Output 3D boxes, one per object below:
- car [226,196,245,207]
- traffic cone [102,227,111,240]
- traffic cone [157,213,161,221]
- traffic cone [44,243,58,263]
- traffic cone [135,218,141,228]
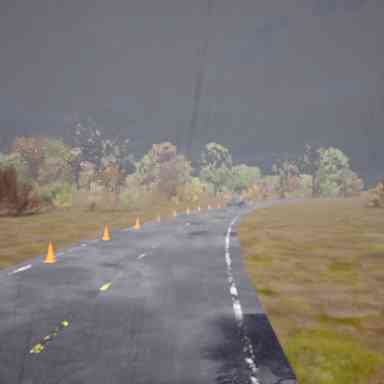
[{"bbox_3d":[6.638,1.357,50.580,2.097,1.767,4.553,0,0,21],"label":"car"},{"bbox_3d":[-4.069,1.945,15.777,0.340,0.580,0.340,0,0,6],"label":"traffic cone"},{"bbox_3d":[-2.588,1.949,25.848,0.340,0.580,0.340,0,0,10],"label":"traffic cone"},{"bbox_3d":[-4.555,1.943,10.709,0.340,0.580,0.340,0,0,5],"label":"traffic cone"},{"bbox_3d":[-3.413,1.947,20.825,0.340,0.580,0.340,0,0,8],"label":"traffic cone"}]
